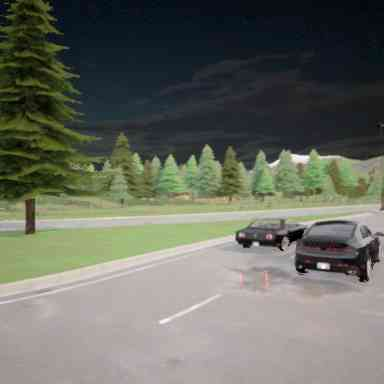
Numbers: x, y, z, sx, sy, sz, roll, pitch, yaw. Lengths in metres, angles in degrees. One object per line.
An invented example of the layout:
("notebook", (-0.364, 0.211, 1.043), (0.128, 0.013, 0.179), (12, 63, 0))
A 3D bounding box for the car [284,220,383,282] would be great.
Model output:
("car", (4.697, 1.637, 10.404), (1.837, 1.490, 4.892), (-1, -1, 35))

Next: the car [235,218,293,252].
("car", (3.873, 1.828, 15.264), (1.895, 1.301, 4.718), (-1, -1, 35))
